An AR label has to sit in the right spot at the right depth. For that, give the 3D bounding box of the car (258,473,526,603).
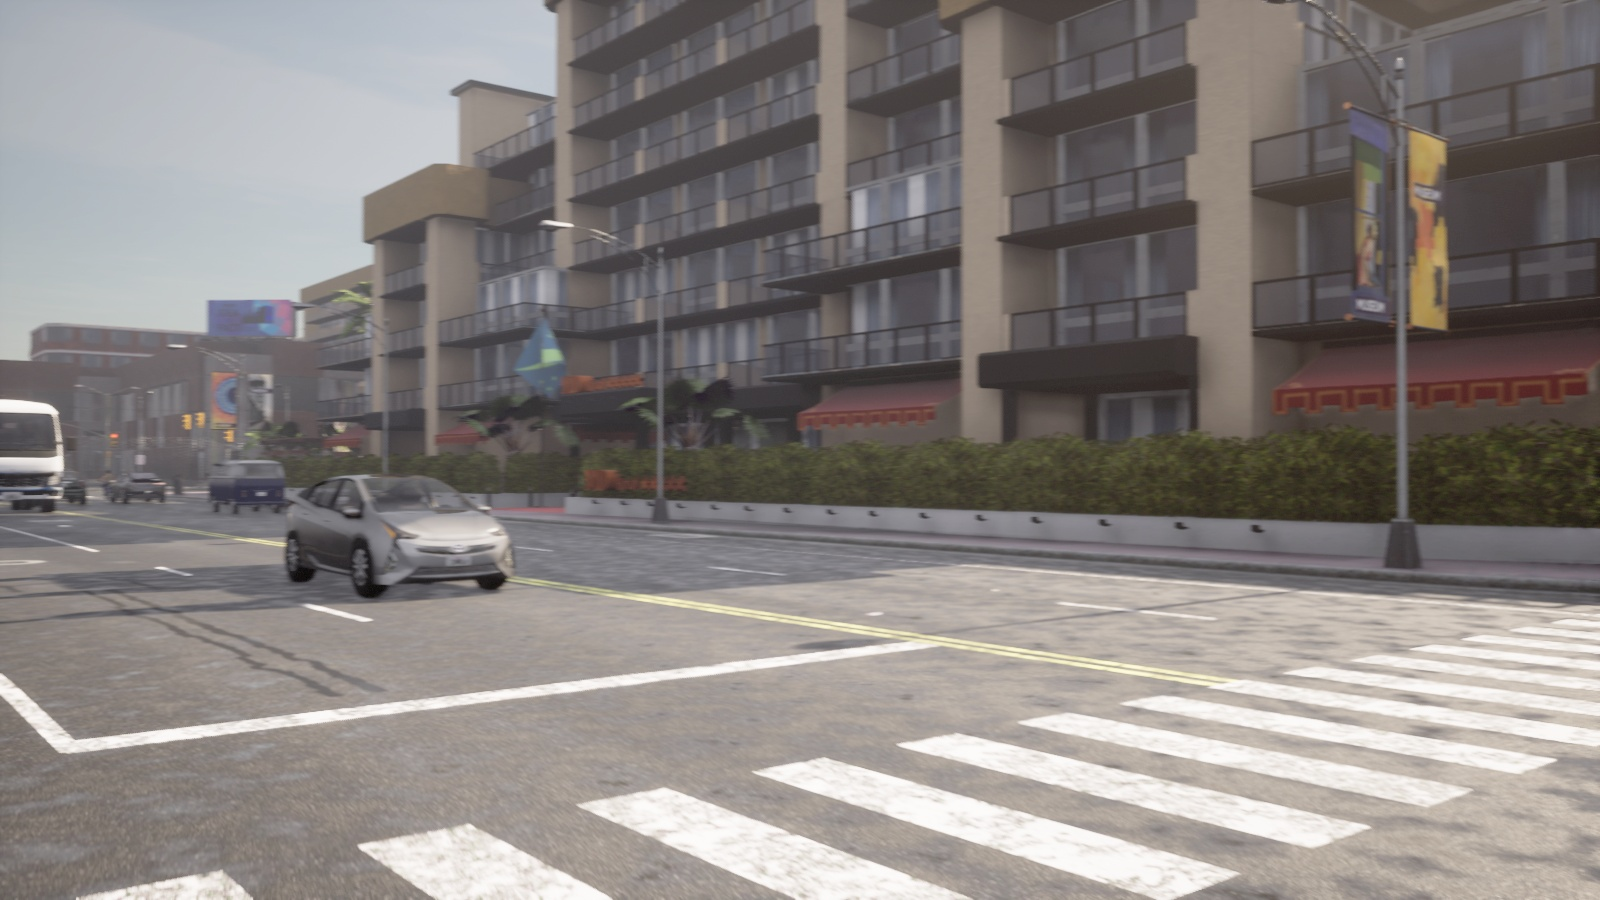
[{"bbox_3d":[-5.744,1.099,17.319,2.007,1.525,4.514,0,-1,-39],"label":"car"}]

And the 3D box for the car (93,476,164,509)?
[{"bbox_3d":[-32.706,2.056,61.071,2.128,1.511,4.902,0,-1,-40],"label":"car"}]

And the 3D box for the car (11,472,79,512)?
[{"bbox_3d":[-35.374,1.941,58.803,2.097,1.767,4.553,0,-1,-39],"label":"car"}]

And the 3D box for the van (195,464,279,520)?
[{"bbox_3d":[-21.120,1.525,47.001,1.775,1.987,4.442,0,-1,-39],"label":"van"}]

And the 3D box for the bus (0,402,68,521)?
[{"bbox_3d":[-31.561,0.507,48.776,3.944,4.253,10.273,0,-1,-39],"label":"bus"}]
